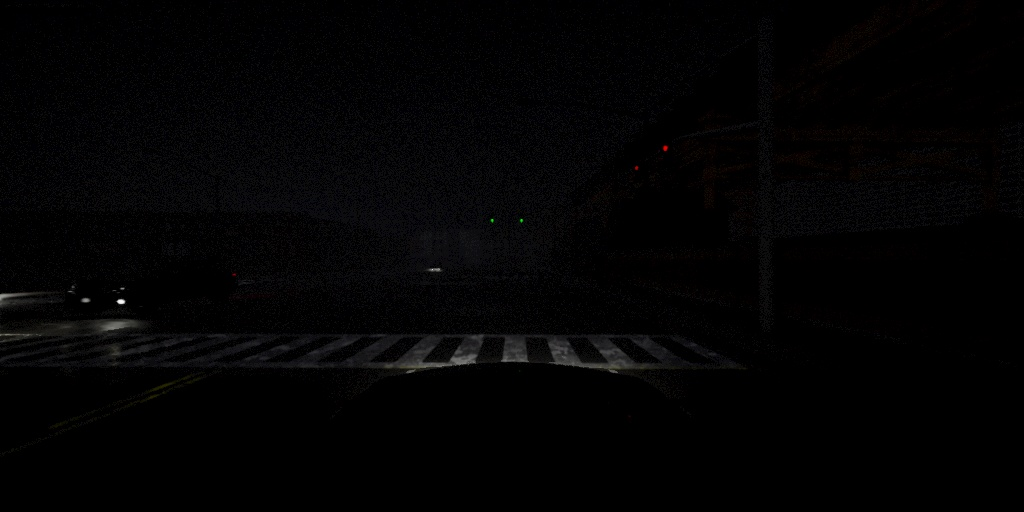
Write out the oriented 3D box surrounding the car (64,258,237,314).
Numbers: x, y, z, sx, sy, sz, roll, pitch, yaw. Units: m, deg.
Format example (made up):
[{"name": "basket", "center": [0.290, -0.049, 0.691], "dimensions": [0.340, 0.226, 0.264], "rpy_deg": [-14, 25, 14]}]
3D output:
[{"name": "car", "center": [-14.006, 1.100, 14.545], "dimensions": [2.150, 2.045, 5.566], "rpy_deg": [0, 0, 0]}]
